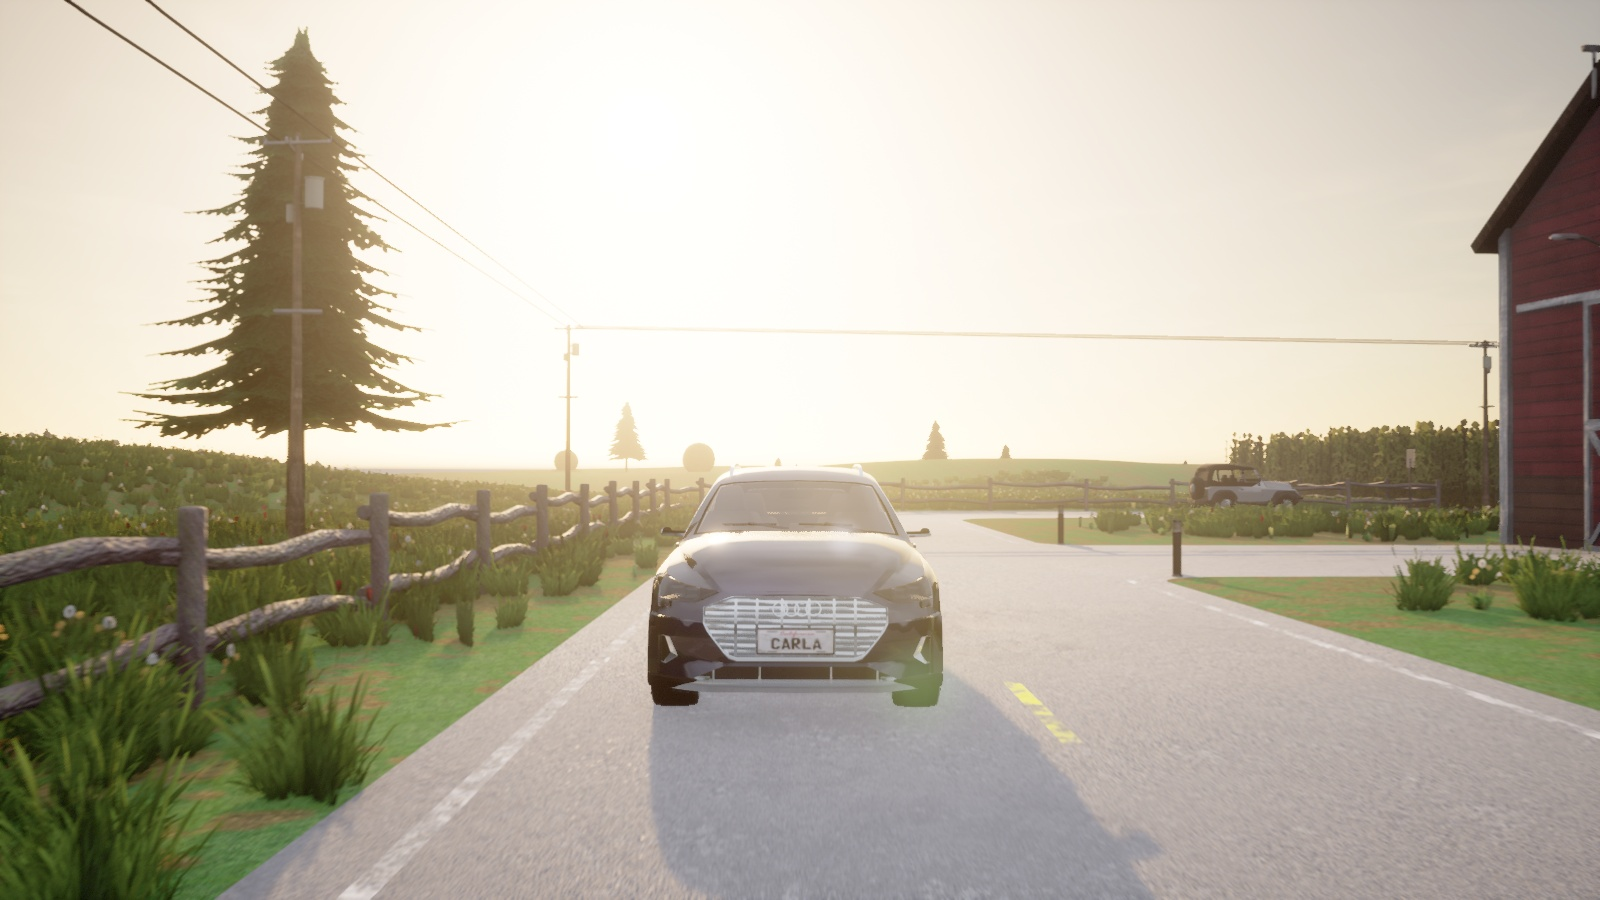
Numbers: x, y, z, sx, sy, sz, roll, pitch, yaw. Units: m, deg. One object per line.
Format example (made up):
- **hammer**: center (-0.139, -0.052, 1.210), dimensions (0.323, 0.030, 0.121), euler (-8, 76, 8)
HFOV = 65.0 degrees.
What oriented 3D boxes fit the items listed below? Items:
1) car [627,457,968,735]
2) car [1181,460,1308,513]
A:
- **car**: center (-0.024, 0.911, 9.933), dimensions (2.033, 1.649, 4.856), euler (0, -1, 0)
- **car**: center (16.116, 1.310, 45.629), dimensions (3.866, 1.878, 1.905), euler (0, -1, -5)
